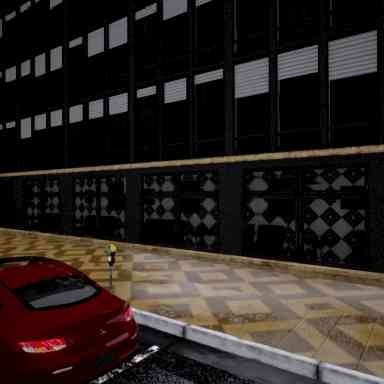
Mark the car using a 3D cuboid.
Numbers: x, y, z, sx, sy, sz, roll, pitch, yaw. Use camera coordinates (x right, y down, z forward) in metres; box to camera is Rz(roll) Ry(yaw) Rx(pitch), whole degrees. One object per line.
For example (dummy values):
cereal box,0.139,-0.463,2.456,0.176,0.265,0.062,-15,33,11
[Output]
car,-2.593,1.582,4.675,4.206,1.307,1.802,0,0,35
